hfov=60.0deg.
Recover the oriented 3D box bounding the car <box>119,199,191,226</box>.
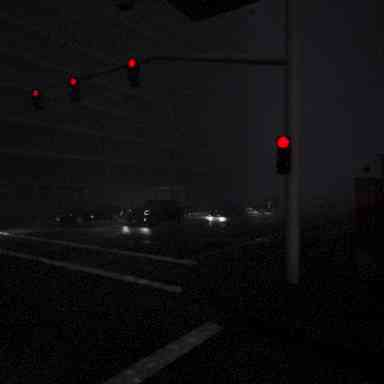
[{"bbox_3d":[-2.432,1.300,23.060,2.097,1.767,4.553,0,0,35],"label":"car"}]

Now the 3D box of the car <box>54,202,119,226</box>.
[{"bbox_3d":[-6.954,1.428,22.727,2.128,1.511,4.902,0,0,35],"label":"car"}]

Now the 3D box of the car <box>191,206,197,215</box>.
[{"bbox_3d":[-1.613,1.537,30.299,1.895,1.301,4.718,0,0,35],"label":"car"}]

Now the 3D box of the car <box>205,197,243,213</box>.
[{"bbox_3d":[3.740,1.427,37.881,2.128,1.511,4.902,0,0,35],"label":"car"}]

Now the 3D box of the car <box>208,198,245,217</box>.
[{"bbox_3d":[3.285,1.512,31.171,1.994,1.385,4.181,0,0,35],"label":"car"}]

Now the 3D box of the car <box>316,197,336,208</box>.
[{"bbox_3d":[18.866,1.465,46.850,1.837,1.490,4.892,0,0,35],"label":"car"}]

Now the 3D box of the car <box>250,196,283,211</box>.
[{"bbox_3d":[9.160,1.300,39.474,2.097,1.767,4.553,0,0,35],"label":"car"}]
